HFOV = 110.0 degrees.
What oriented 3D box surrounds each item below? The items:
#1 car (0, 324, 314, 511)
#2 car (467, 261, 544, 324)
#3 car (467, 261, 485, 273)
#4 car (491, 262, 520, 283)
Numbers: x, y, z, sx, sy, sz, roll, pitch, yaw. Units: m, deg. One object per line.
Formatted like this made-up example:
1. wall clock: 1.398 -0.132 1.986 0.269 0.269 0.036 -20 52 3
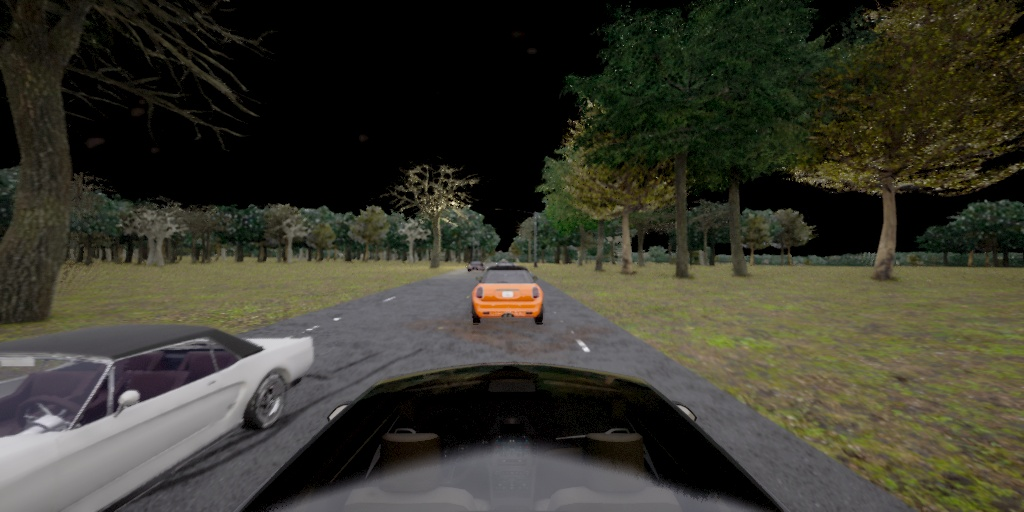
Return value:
1. car: -3.672 1.343 2.794 1.895 1.301 4.718 0 0 -1
2. car: -0.163 1.092 12.138 2.097 1.767 4.553 0 0 -1
3. car: -4.536 1.344 45.456 1.994 1.385 4.181 0 0 -1
4. car: -0.516 1.242 29.214 2.128 1.511 4.902 0 0 -1
